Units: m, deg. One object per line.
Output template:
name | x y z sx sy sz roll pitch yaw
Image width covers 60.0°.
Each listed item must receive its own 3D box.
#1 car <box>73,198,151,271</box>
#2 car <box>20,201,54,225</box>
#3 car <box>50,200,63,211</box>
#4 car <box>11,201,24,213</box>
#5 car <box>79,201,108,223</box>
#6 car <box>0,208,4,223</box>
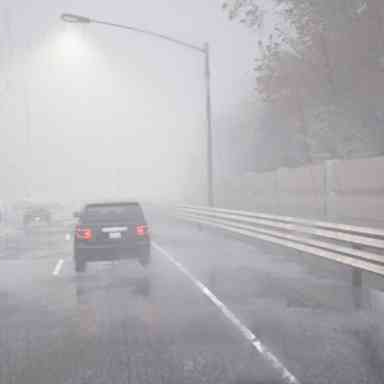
car | -2.821 1.238 11.409 2.150 2.045 5.566 -2 1 -17
car | -12.207 1.701 26.204 1.837 1.490 4.892 -2 0 -25
car | -18.064 1.792 43.214 1.812 1.442 4.674 -2 0 -34
car | -22.023 1.872 42.786 2.128 1.511 4.902 -2 0 -35
car | -8.390 1.571 28.005 2.128 1.511 4.902 -2 0 -19
car | -17.181 1.889 28.297 1.994 1.385 4.181 -2 0 -28
